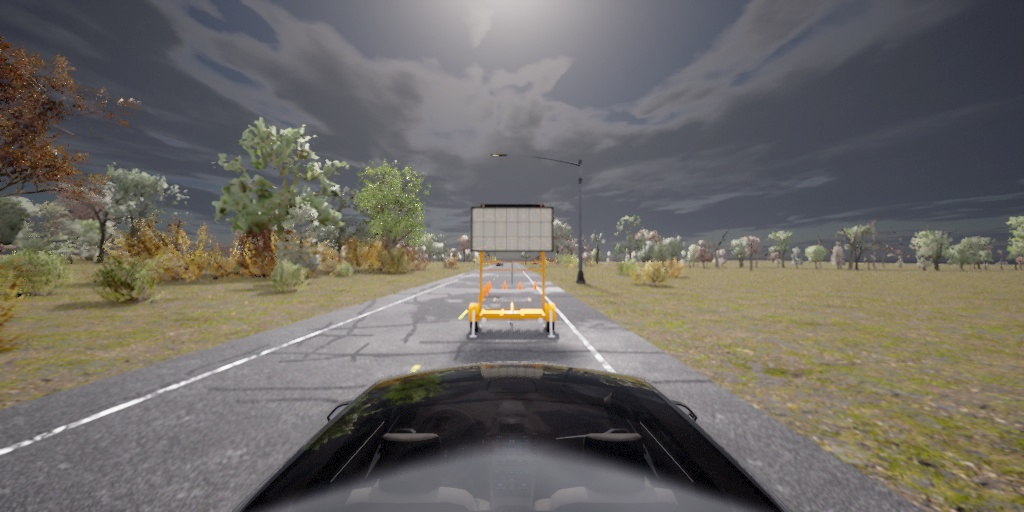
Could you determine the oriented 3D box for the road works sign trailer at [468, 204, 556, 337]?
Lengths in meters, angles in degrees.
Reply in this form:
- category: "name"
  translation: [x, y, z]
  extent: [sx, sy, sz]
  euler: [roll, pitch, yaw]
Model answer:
- category: "road works sign trailer"
  translation: [0.007, 0.294, 10.528]
  extent: [2.380, 3.560, 2.880]
  euler: [0, 0, 0]
